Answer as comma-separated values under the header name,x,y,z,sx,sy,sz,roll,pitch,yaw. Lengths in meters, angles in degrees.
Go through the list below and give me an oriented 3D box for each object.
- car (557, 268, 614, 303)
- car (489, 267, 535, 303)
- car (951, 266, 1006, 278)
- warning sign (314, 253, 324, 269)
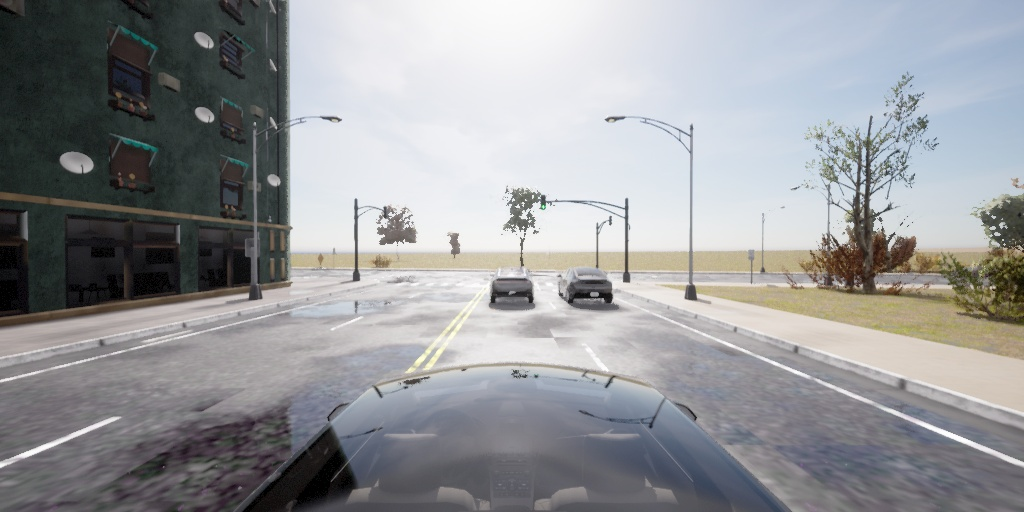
name,x,y,z,sx,sy,sz,roll,pitch,yaw
car,3.250,1.262,16.500,1.837,1.490,4.892,0,0,0
car,0.000,1.241,16.500,2.128,1.511,4.902,0,0,0
car,50.995,1.766,39.200,4.181,1.385,1.994,0,1,1
warning sign,-23.468,0.583,43.935,1.060,1.860,1.300,0,0,1
